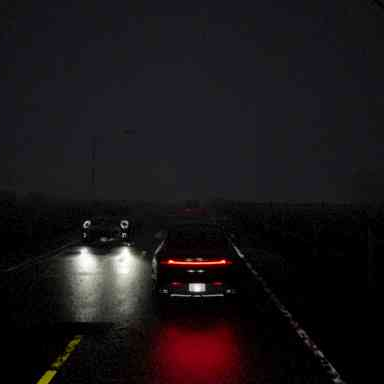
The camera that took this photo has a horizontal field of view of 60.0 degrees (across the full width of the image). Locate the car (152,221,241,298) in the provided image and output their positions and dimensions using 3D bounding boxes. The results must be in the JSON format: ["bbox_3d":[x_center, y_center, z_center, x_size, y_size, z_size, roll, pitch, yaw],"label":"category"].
[{"bbox_3d":[0.093,1.502,8.510,1.837,1.490,4.892,0,0,0],"label":"car"}]

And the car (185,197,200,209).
[{"bbox_3d":[0.061,1.482,45.376,2.128,1.511,4.902,0,0,0],"label":"car"}]

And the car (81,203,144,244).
[{"bbox_3d":[-3.611,1.348,15.790,2.097,1.767,4.553,0,0,0],"label":"car"}]
